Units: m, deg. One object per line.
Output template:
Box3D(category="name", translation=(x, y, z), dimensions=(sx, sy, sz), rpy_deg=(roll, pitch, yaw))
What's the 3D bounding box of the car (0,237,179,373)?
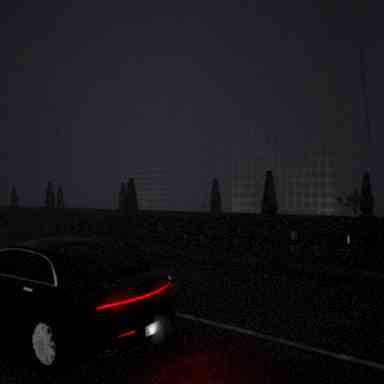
Box3D(category="car", translation=(-2.482, 1.552, 5.744), dimensions=(4.892, 1.490, 1.837), rpy_deg=(-1, 0, 35))
